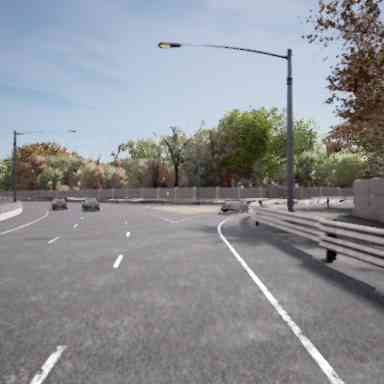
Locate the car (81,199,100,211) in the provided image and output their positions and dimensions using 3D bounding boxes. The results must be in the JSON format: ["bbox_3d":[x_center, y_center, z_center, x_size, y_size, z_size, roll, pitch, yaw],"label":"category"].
[{"bbox_3d":[-13.619,1.673,44.463,2.128,1.511,4.902,0,0,-25],"label":"car"}]

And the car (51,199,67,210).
[{"bbox_3d":[-19.174,1.706,47.814,2.128,1.511,4.902,0,0,-27],"label":"car"}]

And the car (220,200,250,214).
[{"bbox_3d":[5.107,1.631,37.444,2.033,1.411,5.357,0,0,33],"label":"car"}]
